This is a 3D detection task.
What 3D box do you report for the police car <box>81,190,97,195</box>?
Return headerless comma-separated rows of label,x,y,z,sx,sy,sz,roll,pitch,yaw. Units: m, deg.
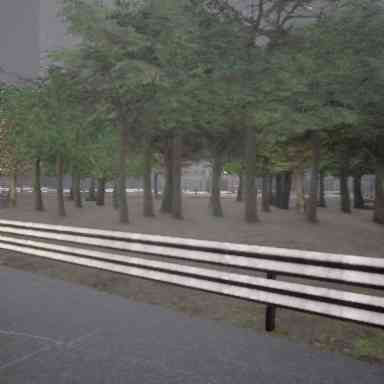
police car,-19.752,-0.146,63.857,4.974,1.542,2.038,1,1,1
